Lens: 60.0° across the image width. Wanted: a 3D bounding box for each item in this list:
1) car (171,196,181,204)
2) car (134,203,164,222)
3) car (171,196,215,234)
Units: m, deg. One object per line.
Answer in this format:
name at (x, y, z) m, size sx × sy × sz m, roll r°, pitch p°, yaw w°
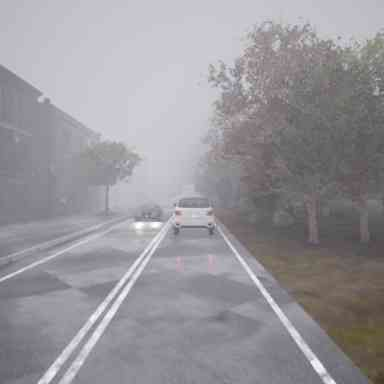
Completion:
car at (-3.144, 1.583, 66.720) m, size 1.812 × 1.442 × 4.674 m, roll 0°, pitch 0°, yaw 1°
car at (-3.344, 1.566, 26.383) m, size 1.994 × 1.385 × 4.181 m, roll 0°, pitch 0°, yaw 0°
car at (0.101, 1.223, 19.257) m, size 2.150 × 2.045 × 5.566 m, roll 0°, pitch 0°, yaw 0°
